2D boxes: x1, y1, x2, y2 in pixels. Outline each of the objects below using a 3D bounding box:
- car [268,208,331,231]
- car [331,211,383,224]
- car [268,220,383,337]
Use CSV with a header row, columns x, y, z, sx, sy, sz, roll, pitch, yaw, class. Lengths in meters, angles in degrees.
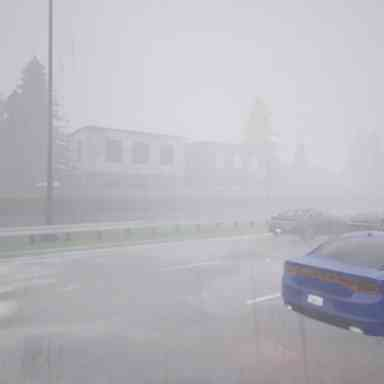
x,y,z,sx,sy,sz,roll,pitch,yaw,class
5.919,1.564,16.563,4.902,1.511,2.128,0,0,-35,car
8.137,1.578,13.846,4.892,1.490,1.837,0,0,-35,car
3.902,1.512,6.528,5.008,1.535,1.882,0,0,-35,car
